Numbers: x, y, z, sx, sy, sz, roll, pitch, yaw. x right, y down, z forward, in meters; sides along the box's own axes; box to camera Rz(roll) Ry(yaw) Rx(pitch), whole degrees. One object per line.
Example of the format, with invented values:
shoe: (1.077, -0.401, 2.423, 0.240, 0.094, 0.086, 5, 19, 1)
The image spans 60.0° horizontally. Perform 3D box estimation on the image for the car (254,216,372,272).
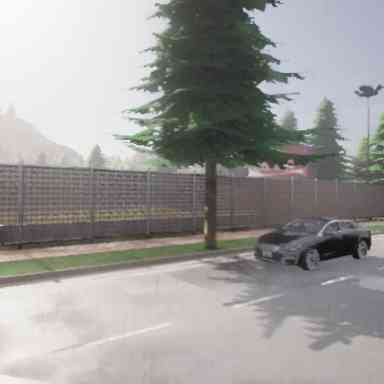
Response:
car: (4.237, 1.600, 11.362, 4.902, 1.511, 2.128, 0, 0, -36)
